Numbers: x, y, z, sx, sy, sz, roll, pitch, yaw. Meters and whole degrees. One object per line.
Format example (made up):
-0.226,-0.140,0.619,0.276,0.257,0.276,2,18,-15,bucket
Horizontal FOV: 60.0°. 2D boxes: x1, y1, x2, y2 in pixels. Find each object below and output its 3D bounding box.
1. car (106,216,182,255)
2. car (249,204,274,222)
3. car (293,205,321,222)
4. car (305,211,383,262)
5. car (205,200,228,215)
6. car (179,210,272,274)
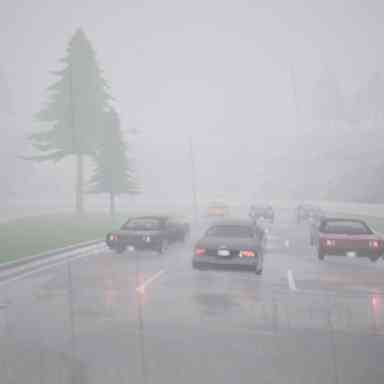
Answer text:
-1.496,1.608,13.361,1.895,1.301,4.718,0,0,15,car
5.536,1.623,26.747,1.895,1.301,4.718,0,0,11,car
8.952,1.625,25.817,1.895,1.301,4.718,0,0,12,car
5.455,1.613,12.322,1.895,1.301,4.718,0,0,15,car
2.208,1.499,30.247,1.882,1.535,5.008,1,0,1,car
1.394,1.556,10.651,2.033,1.411,5.357,0,0,14,car
